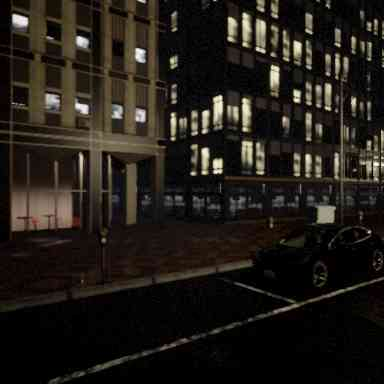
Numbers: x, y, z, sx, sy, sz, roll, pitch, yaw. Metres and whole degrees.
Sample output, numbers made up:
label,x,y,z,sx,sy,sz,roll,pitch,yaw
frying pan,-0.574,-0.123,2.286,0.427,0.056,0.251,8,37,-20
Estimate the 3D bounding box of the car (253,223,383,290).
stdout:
label,x,y,z,sx,sy,sz,roll,pitch,yaw
car,3.610,1.562,9.137,4.313,1.339,1.947,0,0,-36
